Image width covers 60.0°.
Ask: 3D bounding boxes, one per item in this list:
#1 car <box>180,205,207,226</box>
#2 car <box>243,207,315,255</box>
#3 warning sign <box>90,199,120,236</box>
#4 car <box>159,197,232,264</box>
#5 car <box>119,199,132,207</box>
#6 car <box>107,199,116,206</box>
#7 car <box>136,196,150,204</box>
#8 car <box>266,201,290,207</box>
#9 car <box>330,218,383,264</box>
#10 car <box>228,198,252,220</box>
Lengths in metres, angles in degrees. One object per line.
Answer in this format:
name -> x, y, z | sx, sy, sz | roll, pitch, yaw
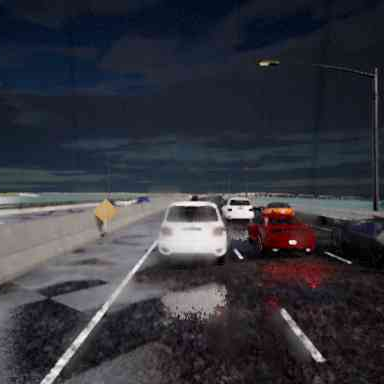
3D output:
car -> 0.142, 1.828, 27.389 | 2.033, 1.411, 5.357 | 0, -1, 1
car -> 3.565, 1.625, 14.112 | 1.882, 1.535, 5.008 | 0, 0, 1
warning sign -> -4.506, 1.296, 17.339 | 1.300, 1.860, 1.060 | 0, -1, 0
car -> 0.036, 1.356, 12.493 | 2.150, 2.045, 5.566 | 0, 0, 1
car -> -13.215, 2.174, 66.449 | 1.812, 1.442, 4.674 | 0, 0, 1
car -> -16.712, 2.192, 66.536 | 2.033, 1.411, 5.357 | 0, -1, 1
car -> -9.717, 1.871, 66.330 | 2.150, 2.045, 5.566 | 0, 0, 1
car -> 7.164, 1.639, 28.212 | 2.097, 1.767, 4.553 | 0, -1, 1
car -> 7.035, 1.678, 12.377 | 2.033, 1.411, 5.357 | 0, -1, 1
car -> 3.643, 1.505, 27.406 | 2.150, 2.045, 5.566 | 0, 0, 1
